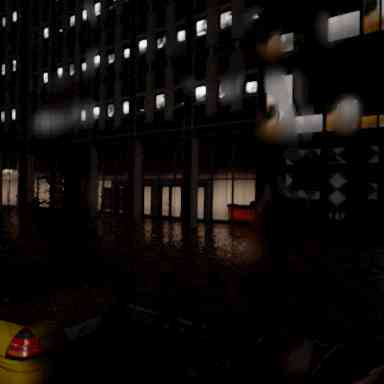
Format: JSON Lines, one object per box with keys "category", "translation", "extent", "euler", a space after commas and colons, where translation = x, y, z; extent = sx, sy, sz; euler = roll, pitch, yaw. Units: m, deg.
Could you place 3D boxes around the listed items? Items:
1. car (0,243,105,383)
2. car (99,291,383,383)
{"category": "car", "translation": [-3.082, 1.466, 5.072], "extent": [4.829, 1.417, 1.752], "euler": [1, 1, 36]}
{"category": "car", "translation": [1.677, 1.446, 1.663], "extent": [4.097, 1.590, 1.967], "euler": [1, 1, 36]}
